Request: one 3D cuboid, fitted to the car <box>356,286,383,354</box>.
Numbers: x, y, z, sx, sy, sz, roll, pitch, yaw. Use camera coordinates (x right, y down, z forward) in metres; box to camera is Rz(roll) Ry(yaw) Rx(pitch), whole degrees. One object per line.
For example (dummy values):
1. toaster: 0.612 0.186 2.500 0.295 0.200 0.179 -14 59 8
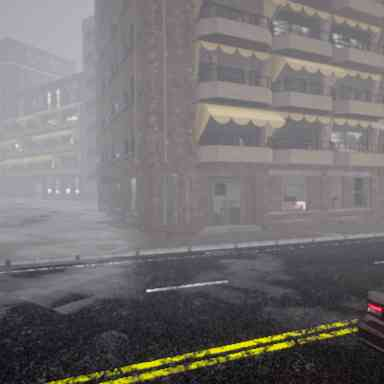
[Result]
1. car: 4.841 1.537 4.637 5.357 1.411 2.033 0 0 -23
